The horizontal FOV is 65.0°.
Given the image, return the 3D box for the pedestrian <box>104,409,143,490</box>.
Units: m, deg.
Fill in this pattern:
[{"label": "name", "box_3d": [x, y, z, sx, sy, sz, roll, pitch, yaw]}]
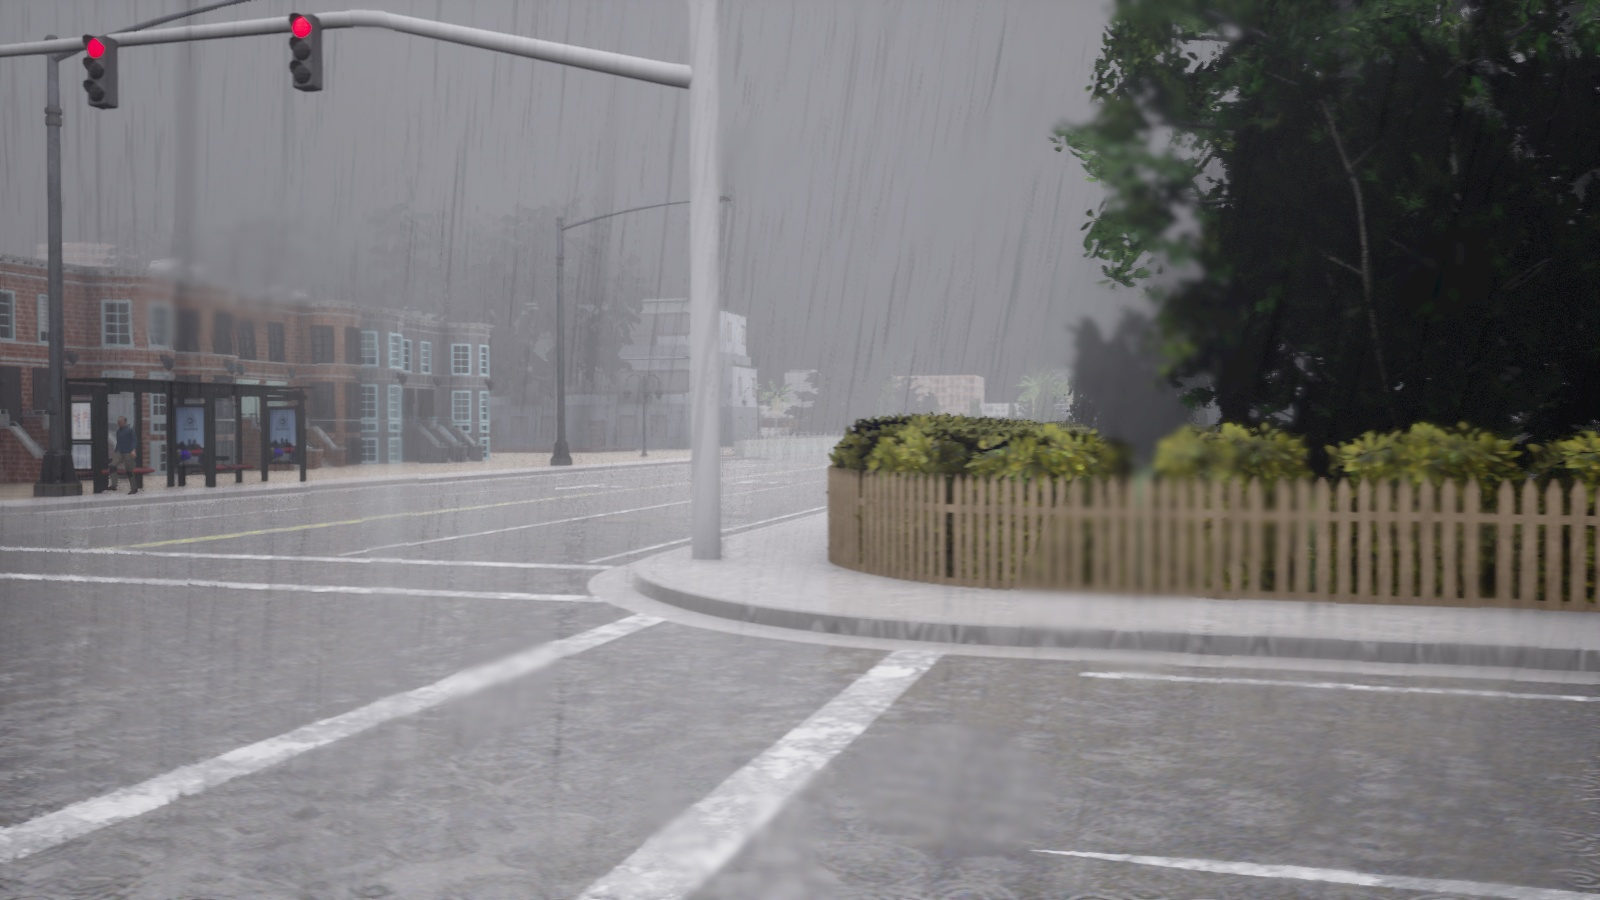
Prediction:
[{"label": "pedestrian", "box_3d": [-15.517, -0.019, 28.808, 0.402, 1.842, 0.726, 0, 1, 14]}]
